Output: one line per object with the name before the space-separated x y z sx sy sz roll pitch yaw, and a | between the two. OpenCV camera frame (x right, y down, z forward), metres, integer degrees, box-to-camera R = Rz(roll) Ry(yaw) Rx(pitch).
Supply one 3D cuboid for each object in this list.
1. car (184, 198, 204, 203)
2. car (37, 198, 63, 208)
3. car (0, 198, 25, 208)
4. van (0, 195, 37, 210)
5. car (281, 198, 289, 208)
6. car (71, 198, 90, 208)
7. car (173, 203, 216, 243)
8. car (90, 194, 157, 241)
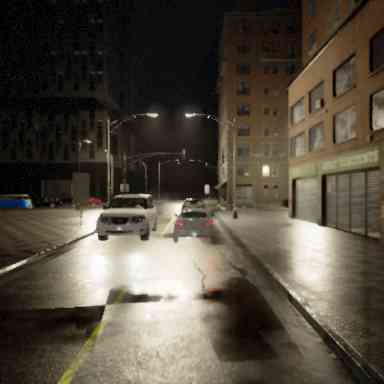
car | 0.109 1.281 25.438 2.033 1.649 4.856 0 0 -2
car | -20.086 1.466 45.763 4.313 1.339 1.947 0 0 0
car | -25.735 1.491 45.773 4.403 1.369 2.008 0 0 0
van | -20.093 1.215 37.238 3.998 1.788 1.690 0 0 0
car | 12.132 1.202 37.183 4.313 1.339 1.947 0 0 0
car | -14.437 1.442 45.754 4.206 1.307 1.802 0 0 0
car | 0.112 1.437 15.576 1.812 1.442 4.674 0 0 0
car | -2.989 1.135 16.403 2.150 2.045 5.566 0 0 0
